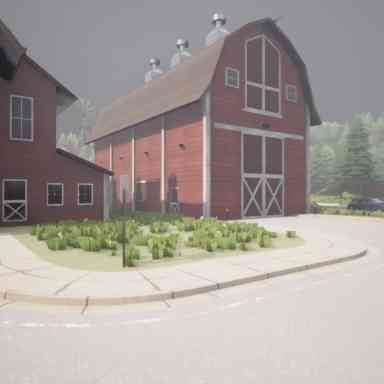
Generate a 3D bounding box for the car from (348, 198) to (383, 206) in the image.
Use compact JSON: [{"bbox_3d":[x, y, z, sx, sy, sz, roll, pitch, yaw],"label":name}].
[{"bbox_3d":[19.009,1.397,35.344,2.097,1.767,4.553,0,0,-34],"label":"car"}]
